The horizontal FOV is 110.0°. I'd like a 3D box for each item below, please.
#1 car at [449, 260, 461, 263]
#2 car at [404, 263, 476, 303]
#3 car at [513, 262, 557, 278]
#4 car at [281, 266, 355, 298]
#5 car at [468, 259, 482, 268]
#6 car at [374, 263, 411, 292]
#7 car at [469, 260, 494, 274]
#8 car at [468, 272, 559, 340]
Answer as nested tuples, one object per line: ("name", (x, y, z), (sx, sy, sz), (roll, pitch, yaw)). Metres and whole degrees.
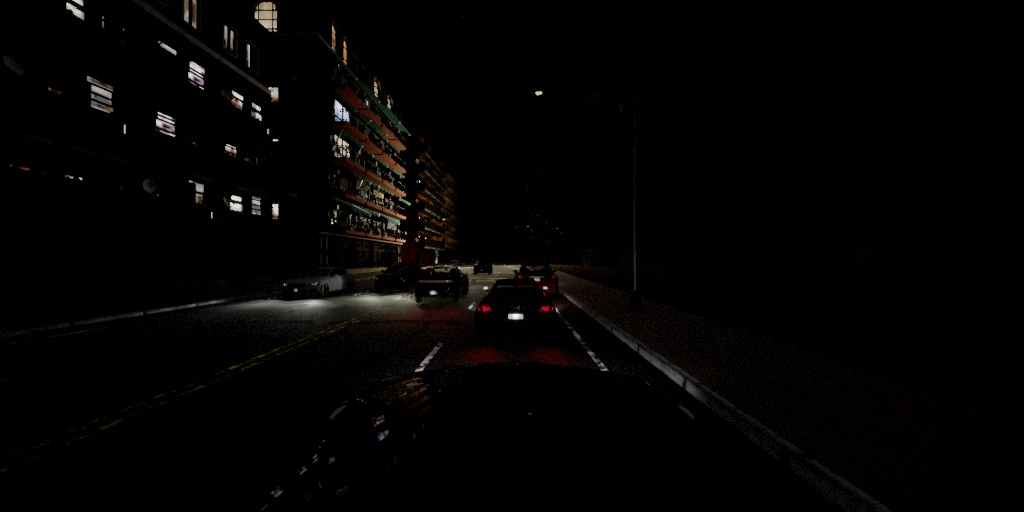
("car", (-9.796, 1.315, 61.115), (1.994, 1.385, 4.181), (0, 0, 0))
("car", (-3.144, 1.243, 16.740), (2.128, 1.511, 4.902), (0, 0, 0))
("car", (1.144, 1.103, 18.563), (2.097, 1.767, 4.553), (0, 0, 0))
("car", (-9.844, 1.278, 18.659), (1.812, 1.442, 4.674), (0, 0, 0))
("car", (-6.530, 1.314, 63.723), (1.994, 1.385, 4.181), (0, 0, 0))
("car", (-6.592, 1.230, 21.541), (1.882, 1.535, 5.008), (0, 0, 0))
("car", (-3.133, 1.244, 39.526), (2.128, 1.511, 4.902), (0, 0, 0))
("car", (0.097, 1.315, 9.983), (1.994, 1.385, 4.181), (0, 0, 0))
